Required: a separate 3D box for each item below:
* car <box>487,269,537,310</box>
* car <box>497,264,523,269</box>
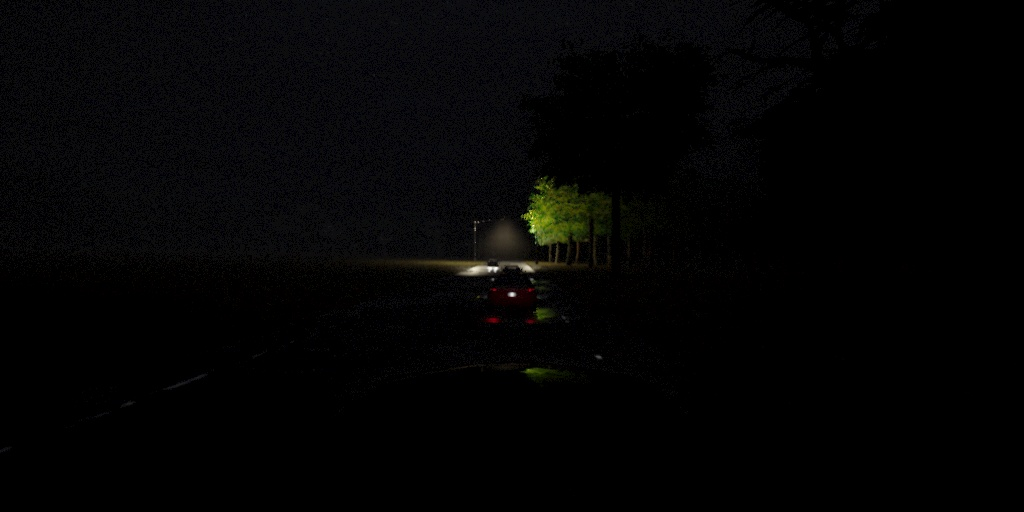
[{"bbox_3d":[0.016,1.417,15.319,1.994,1.385,4.181,0,0,0],"label":"car"},{"bbox_3d":[0.012,1.479,30.340,1.994,1.385,4.181,0,0,1],"label":"car"}]
